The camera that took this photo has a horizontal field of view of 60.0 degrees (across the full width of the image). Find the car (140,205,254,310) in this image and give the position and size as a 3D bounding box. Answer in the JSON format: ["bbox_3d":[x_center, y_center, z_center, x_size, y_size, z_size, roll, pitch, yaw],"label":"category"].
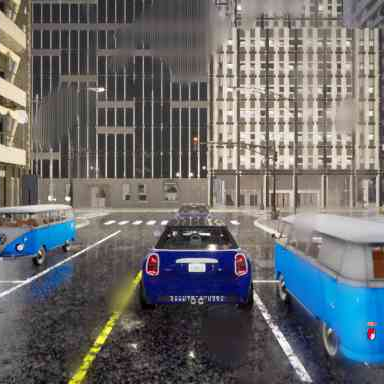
[{"bbox_3d":[0.085,1.354,7.988,2.097,1.767,4.553,0,0,0],"label":"car"}]

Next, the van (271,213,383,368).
[{"bbox_3d":[2.559,1.343,5.615,1.690,1.788,3.998,0,0,0],"label":"van"}]

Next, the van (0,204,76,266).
[{"bbox_3d":[-5.333,1.345,11.283,1.690,1.788,3.998,0,0,0],"label":"van"}]

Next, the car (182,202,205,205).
[{"bbox_3d":[0.088,1.359,18.015,2.097,1.767,4.553,0,0,0],"label":"car"}]

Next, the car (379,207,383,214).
[{"bbox_3d":[18.984,1.490,29.035,4.829,1.417,1.752,0,0,0],"label":"car"}]
